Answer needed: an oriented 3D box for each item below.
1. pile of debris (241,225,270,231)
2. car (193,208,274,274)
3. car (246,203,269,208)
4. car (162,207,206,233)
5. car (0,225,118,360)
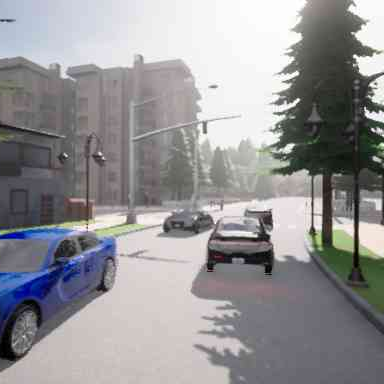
[{"bbox_3d":[3.937,2.196,20.455,1.500,0.140,1.860,0,0,18],"label":"pile of debris"},{"bbox_3d":[1.565,1.501,10.705,2.128,1.511,4.902,0,0,10],"label":"car"},{"bbox_3d":[4.413,1.518,22.453,2.128,1.511,4.902,0,0,11],"label":"car"},{"bbox_3d":[-0.140,1.573,19.254,1.994,1.385,4.181,0,0,18],"label":"car"},{"bbox_3d":[-2.972,1.472,6.234,1.882,1.535,5.008,0,0,7],"label":"car"}]
